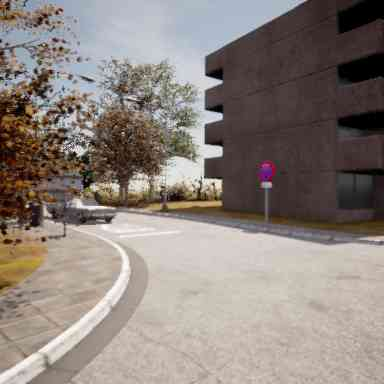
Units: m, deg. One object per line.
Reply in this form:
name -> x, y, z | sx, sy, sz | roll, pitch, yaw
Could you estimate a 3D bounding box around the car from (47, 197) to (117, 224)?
car -> -6.299, 0.976, 18.887 | 4.718, 1.301, 1.895 | 3, 1, 41
